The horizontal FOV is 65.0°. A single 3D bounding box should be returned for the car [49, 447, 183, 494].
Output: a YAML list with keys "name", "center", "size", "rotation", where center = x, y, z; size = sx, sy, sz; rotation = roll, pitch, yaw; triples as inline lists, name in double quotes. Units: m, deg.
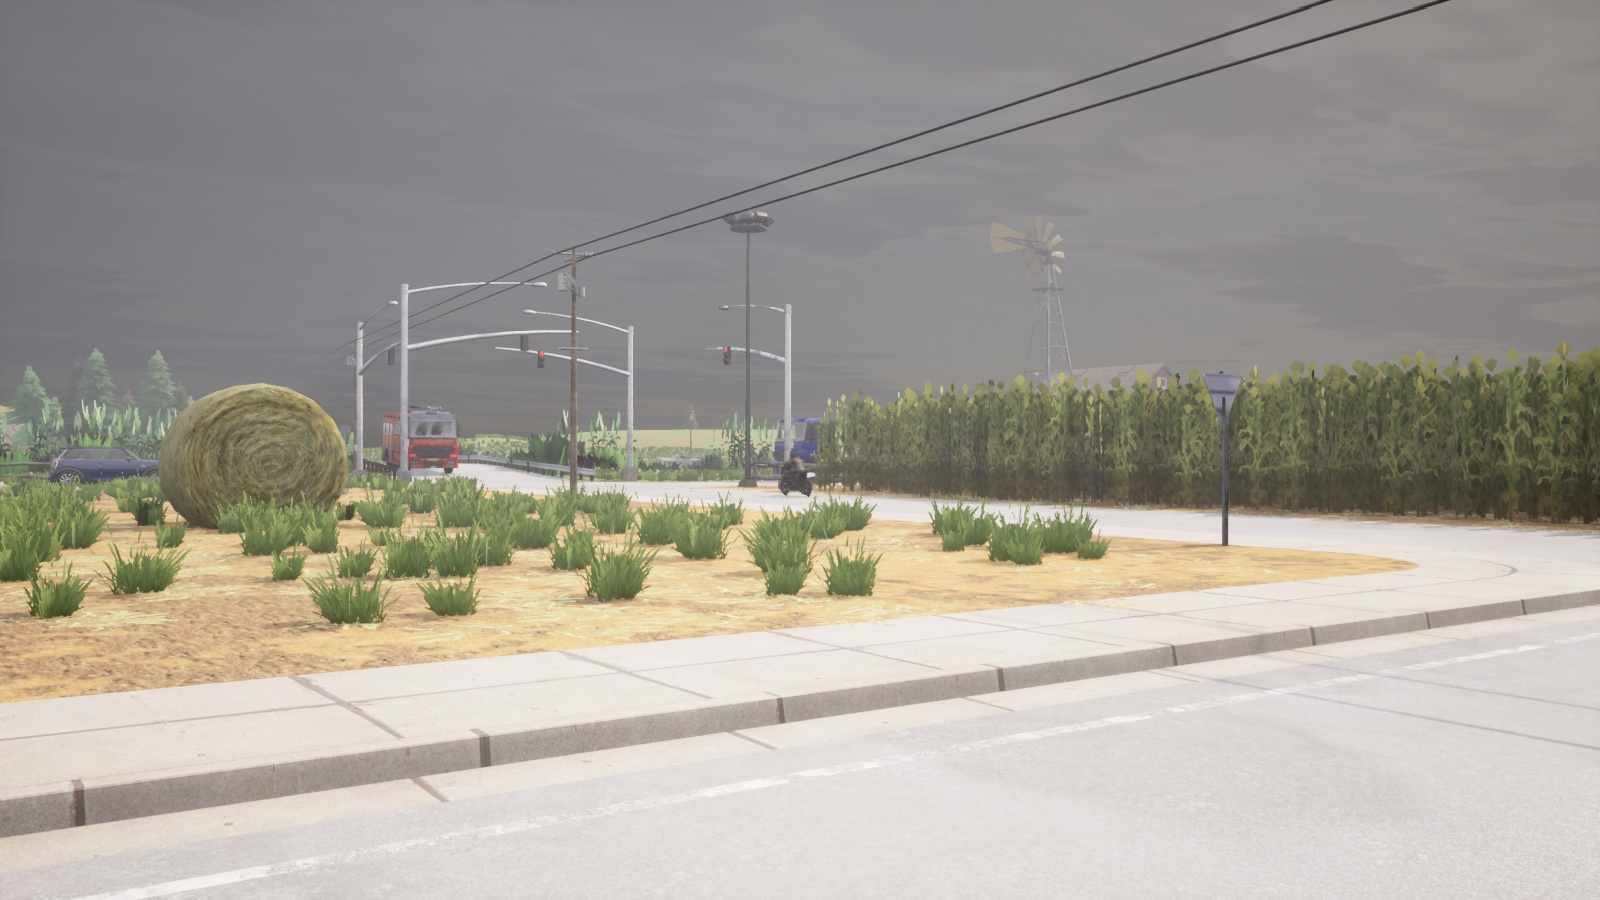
- name: "car"
  center: [-26.926, 0.773, 49.439]
  size: [4.553, 1.767, 2.097]
  rotation: [0, 0, -31]

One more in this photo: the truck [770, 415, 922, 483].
- name: "truck"
  center: [2.534, -0.050, 67.397]
  size: [7.936, 3.462, 2.891]
  rotation: [0, 0, -34]

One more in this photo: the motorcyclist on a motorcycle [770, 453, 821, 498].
- name: "motorcyclist on a motorcycle"
  center: [-0.164, 0.861, 43.813]
  size: [0.797, 1.523, 2.044]
  rotation: [0, 0, -34]

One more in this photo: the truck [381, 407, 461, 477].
- name: "truck"
  center: [-22.412, -0.567, 73.935]
  size: [2.891, 3.827, 8.468]
  rotation: [0, 2, -28]
